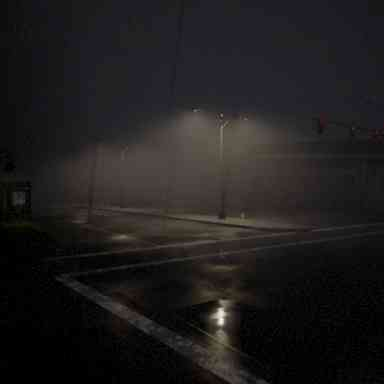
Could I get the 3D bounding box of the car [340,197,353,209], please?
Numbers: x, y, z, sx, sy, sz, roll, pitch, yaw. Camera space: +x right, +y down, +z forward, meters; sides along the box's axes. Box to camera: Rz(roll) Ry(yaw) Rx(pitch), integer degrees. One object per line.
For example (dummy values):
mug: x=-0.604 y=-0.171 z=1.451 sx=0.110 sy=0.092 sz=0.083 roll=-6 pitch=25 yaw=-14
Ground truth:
car: x=18.188 y=1.424 z=42.048 sx=1.970 sy=1.475 sz=3.806 roll=0 pitch=0 yaw=-35

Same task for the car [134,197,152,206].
car: x=-8.196 y=1.528 z=52.751 sx=2.033 sy=1.411 sz=5.357 roll=0 pitch=0 yaw=-35

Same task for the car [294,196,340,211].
car: x=13.922 y=1.268 z=38.125 sx=2.242 sy=1.667 sz=4.611 roll=0 pitch=0 yaw=-35

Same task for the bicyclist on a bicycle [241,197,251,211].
bicyclist on a bicycle: x=6.345 y=1.407 z=39.767 sx=1.656 sy=1.620 sz=0.582 roll=-6 pitch=-7 yaw=-37

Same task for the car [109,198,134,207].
car: x=-11.061 y=1.547 z=50.741 sx=1.994 sy=1.385 sz=4.181 roll=0 pitch=0 yaw=-35
